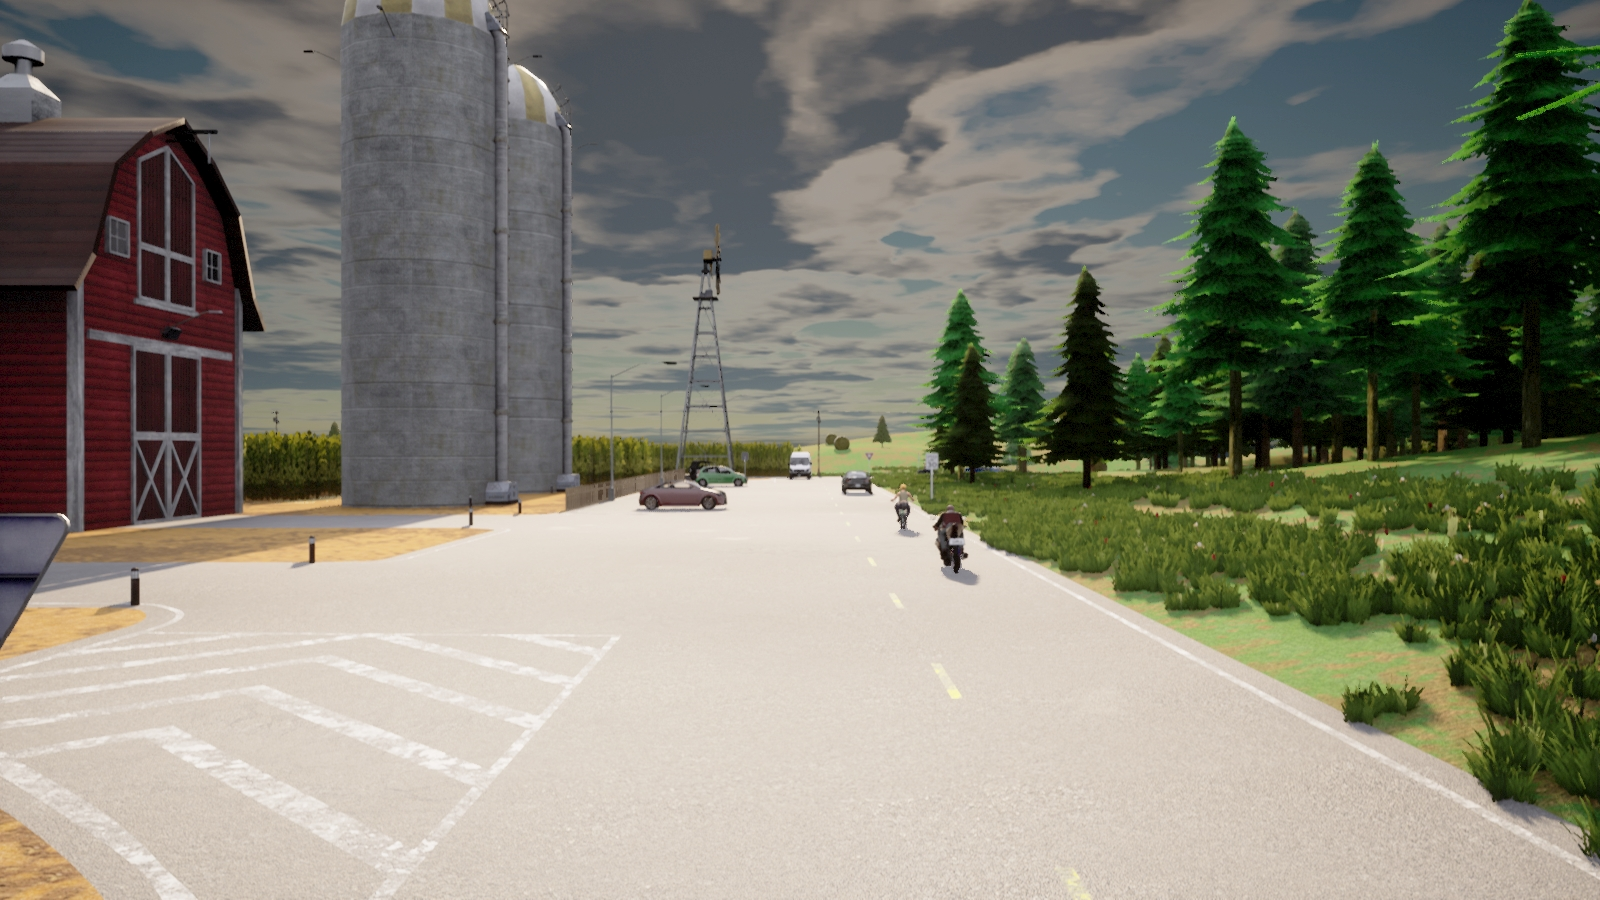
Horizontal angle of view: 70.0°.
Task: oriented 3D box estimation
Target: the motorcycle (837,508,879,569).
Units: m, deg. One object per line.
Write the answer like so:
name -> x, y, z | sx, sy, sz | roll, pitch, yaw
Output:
motorcycle -> 1.341, 2.048, 26.777 | 0.867, 1.251, 2.209 | 0, 0, 0

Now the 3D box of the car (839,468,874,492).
car -> 3.602, 1.895, 73.347 | 2.002, 1.442, 4.674 | 0, 0, 0
